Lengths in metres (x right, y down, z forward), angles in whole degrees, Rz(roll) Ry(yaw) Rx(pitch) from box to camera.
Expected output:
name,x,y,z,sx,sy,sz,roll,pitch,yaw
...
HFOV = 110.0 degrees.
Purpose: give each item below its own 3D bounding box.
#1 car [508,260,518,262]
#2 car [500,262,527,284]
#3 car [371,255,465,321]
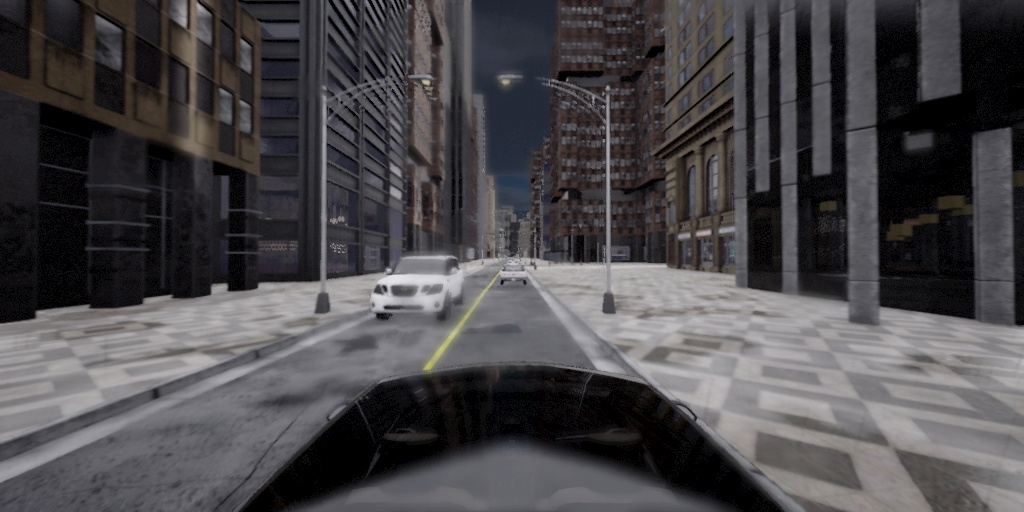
name,x,y,z,sx,sy,sz,roll,pitch,yaw
car,0.108,1.274,45.569,1.812,1.442,4.674,0,0,0
car,0.105,1.350,26.960,1.895,1.301,4.718,0,0,0
car,-3.027,0.973,12.818,2.150,2.045,5.566,0,0,1
